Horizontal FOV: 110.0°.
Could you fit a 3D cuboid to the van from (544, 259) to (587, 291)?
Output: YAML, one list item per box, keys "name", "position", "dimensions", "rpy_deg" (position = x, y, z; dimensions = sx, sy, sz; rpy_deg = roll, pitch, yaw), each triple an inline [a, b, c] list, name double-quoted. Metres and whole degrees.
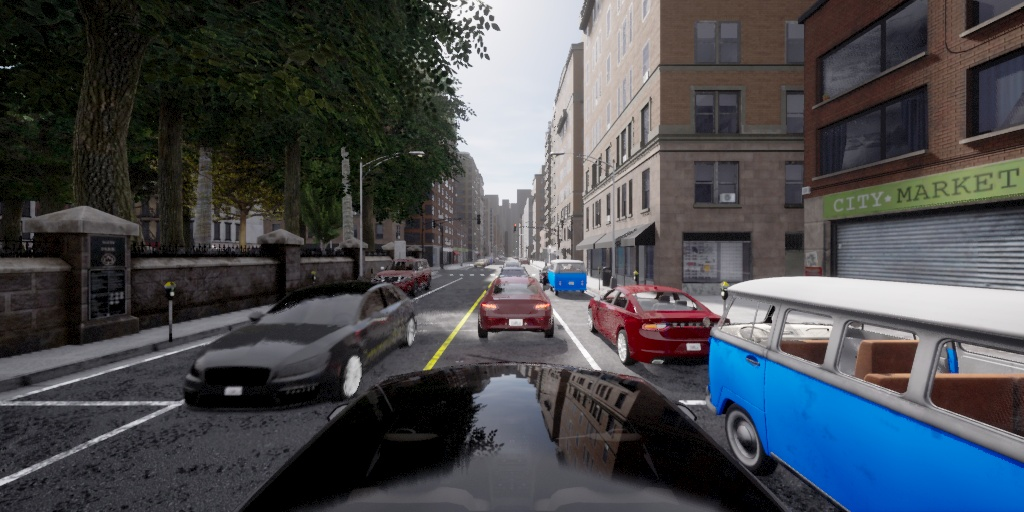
- name: "van"
  position: [2.869, 1.086, 19.191]
  dimensions: [1.690, 1.789, 3.998]
  rpy_deg: [0, 0, 0]

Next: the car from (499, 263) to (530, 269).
- name: "car"
  position: [0.110, 1.292, 19.652]
  dimensions: [2.033, 1.411, 5.357]
  rpy_deg: [0, 0, 1]

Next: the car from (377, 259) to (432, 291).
- name: "car"
  position: [-5.655, 1.059, 19.157]
  dimensions: [2.192, 1.841, 5.009]
  rpy_deg: [0, 0, 0]

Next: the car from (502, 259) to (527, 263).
- name: "car"
  position: [0.024, 1.242, 29.396]
  dimensions: [1.837, 1.490, 4.892]
  rpy_deg: [0, 0, 0]

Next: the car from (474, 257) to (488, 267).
- name: "car"
  position: [-5.624, 1.229, 62.676]
  dimensions: [1.751, 1.417, 4.829]
  rpy_deg: [0, 0, 0]

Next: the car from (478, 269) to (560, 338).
- name: "car"
  position: [0.101, 1.274, 10.073]
  dimensions: [1.812, 1.442, 4.674]
  rpy_deg: [0, 0, 0]

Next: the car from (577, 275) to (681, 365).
- name: "car"
  position: [2.861, 1.294, 7.870]
  dimensions: [1.888, 1.381, 4.507]
  rpy_deg: [0, 0, 0]

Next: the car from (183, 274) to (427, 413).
- name: "car"
  position: [-3.095, 1.255, 6.417]
  dimensions: [1.837, 1.490, 4.892]
  rpy_deg: [0, 0, 0]

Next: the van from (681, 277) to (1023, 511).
- name: "van"
  position: [2.857, 1.091, 2.209]
  dimensions: [1.690, 1.789, 3.998]
  rpy_deg: [0, 0, 0]
